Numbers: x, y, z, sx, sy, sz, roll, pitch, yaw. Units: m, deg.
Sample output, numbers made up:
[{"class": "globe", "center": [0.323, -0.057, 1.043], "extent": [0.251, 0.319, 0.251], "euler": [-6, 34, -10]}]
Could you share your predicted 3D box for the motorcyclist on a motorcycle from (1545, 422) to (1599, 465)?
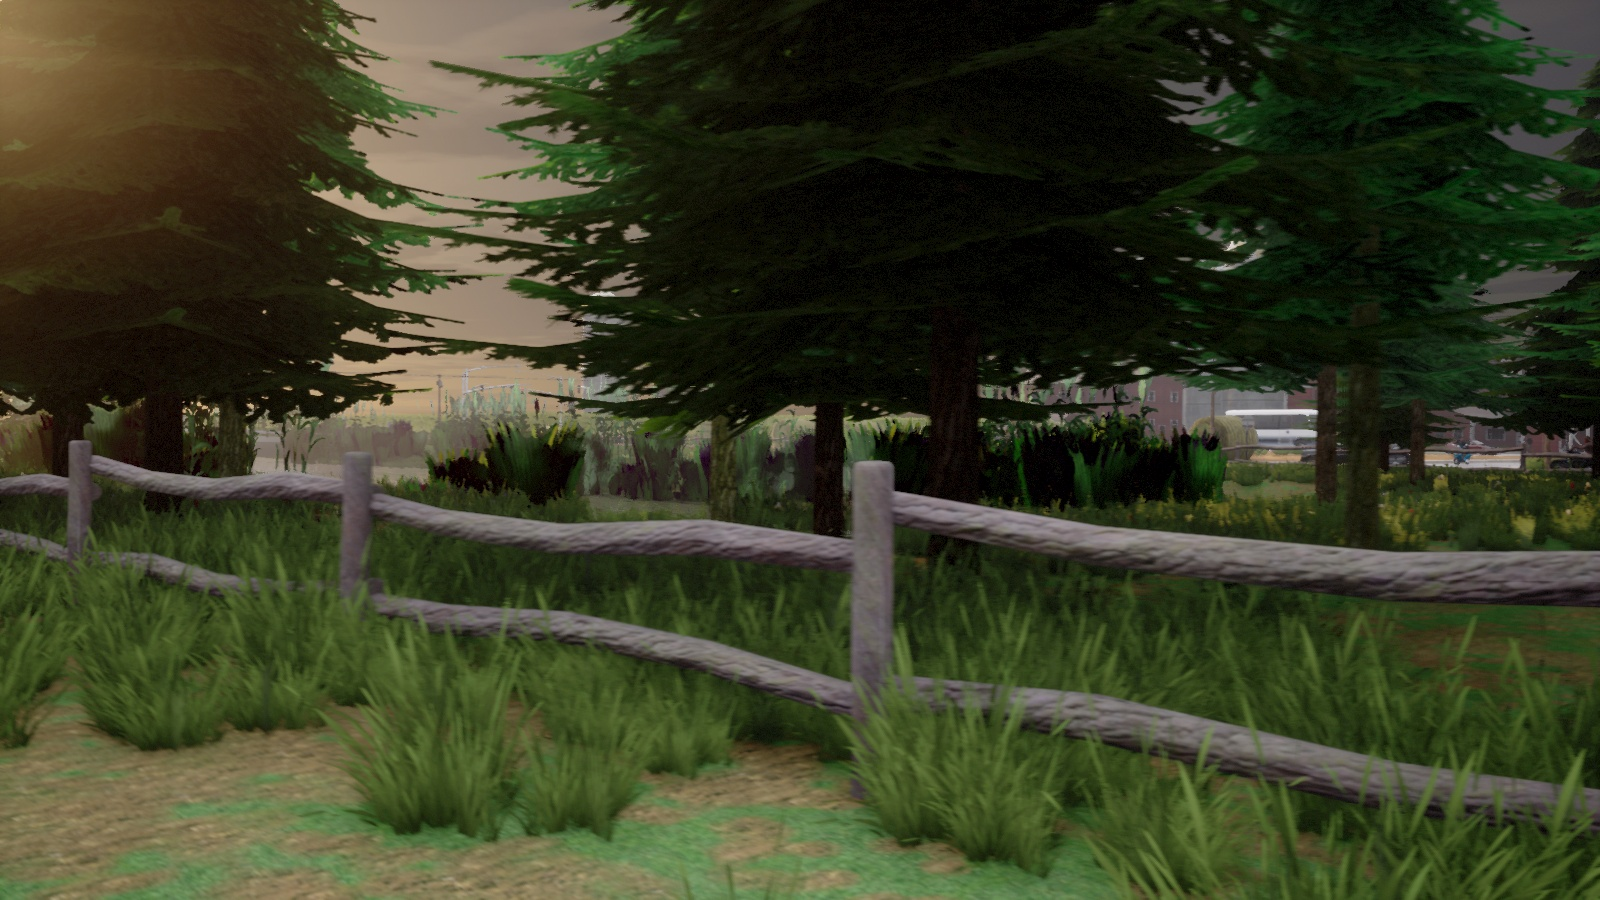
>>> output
[{"class": "motorcyclist on a motorcycle", "center": [29.973, -0.254, 48.146], "extent": [0.766, 1.649, 2.350], "euler": [-1, 1, -34]}]

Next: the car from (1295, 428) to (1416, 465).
[{"class": "car", "center": [23.082, -0.173, 52.397], "extent": [1.812, 1.442, 4.674], "euler": [-1, 1, -22]}]

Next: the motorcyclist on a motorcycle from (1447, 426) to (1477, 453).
[{"class": "motorcyclist on a motorcycle", "center": [38.562, -0.623, 73.151], "extent": [1.817, 1.590, 0.866], "euler": [-1, 1, -36]}]
